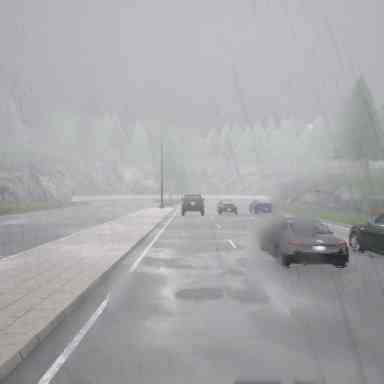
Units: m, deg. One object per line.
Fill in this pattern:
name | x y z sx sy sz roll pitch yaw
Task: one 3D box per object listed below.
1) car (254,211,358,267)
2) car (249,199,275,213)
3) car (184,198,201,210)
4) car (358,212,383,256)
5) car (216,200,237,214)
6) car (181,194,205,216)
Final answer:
car | 3.600 1.564 11.413 1.994 1.385 4.181 0 0 0
car | 7.100 1.478 34.205 1.882 1.535 5.008 0 0 0
car | 0.099 1.547 43.556 2.033 1.411 5.357 0 0 0
car | 7.099 1.352 10.963 2.097 1.767 4.553 0 0 0
car | 3.601 1.526 34.721 1.812 1.442 4.674 0 0 0
car | 0.095 1.221 33.312 2.150 2.045 5.566 0 0 0
